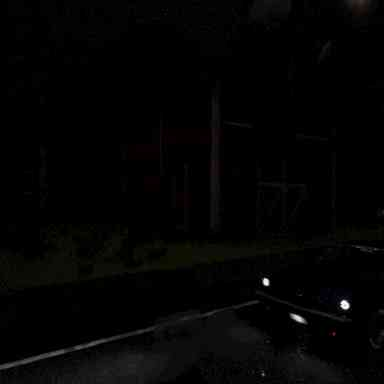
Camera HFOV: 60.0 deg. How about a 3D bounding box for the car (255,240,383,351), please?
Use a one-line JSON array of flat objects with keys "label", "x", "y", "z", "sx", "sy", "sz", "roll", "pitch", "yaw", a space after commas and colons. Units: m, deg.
[{"label": "car", "x": 3.447, "y": 1.671, "z": 6.438, "sx": 4.718, "sy": 1.301, "sz": 1.895, "roll": 1, "pitch": 0, "yaw": -35}]
